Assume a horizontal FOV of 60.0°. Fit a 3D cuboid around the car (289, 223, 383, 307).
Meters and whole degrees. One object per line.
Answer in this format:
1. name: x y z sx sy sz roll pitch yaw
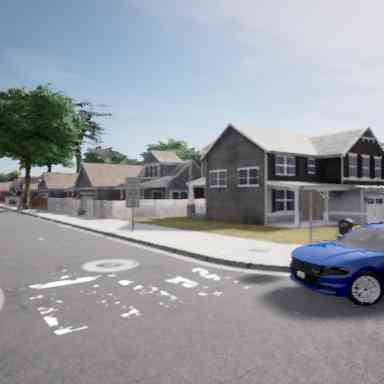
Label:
1. car: 4.740 1.502 7.922 5.008 1.535 1.882 0 1 -17
